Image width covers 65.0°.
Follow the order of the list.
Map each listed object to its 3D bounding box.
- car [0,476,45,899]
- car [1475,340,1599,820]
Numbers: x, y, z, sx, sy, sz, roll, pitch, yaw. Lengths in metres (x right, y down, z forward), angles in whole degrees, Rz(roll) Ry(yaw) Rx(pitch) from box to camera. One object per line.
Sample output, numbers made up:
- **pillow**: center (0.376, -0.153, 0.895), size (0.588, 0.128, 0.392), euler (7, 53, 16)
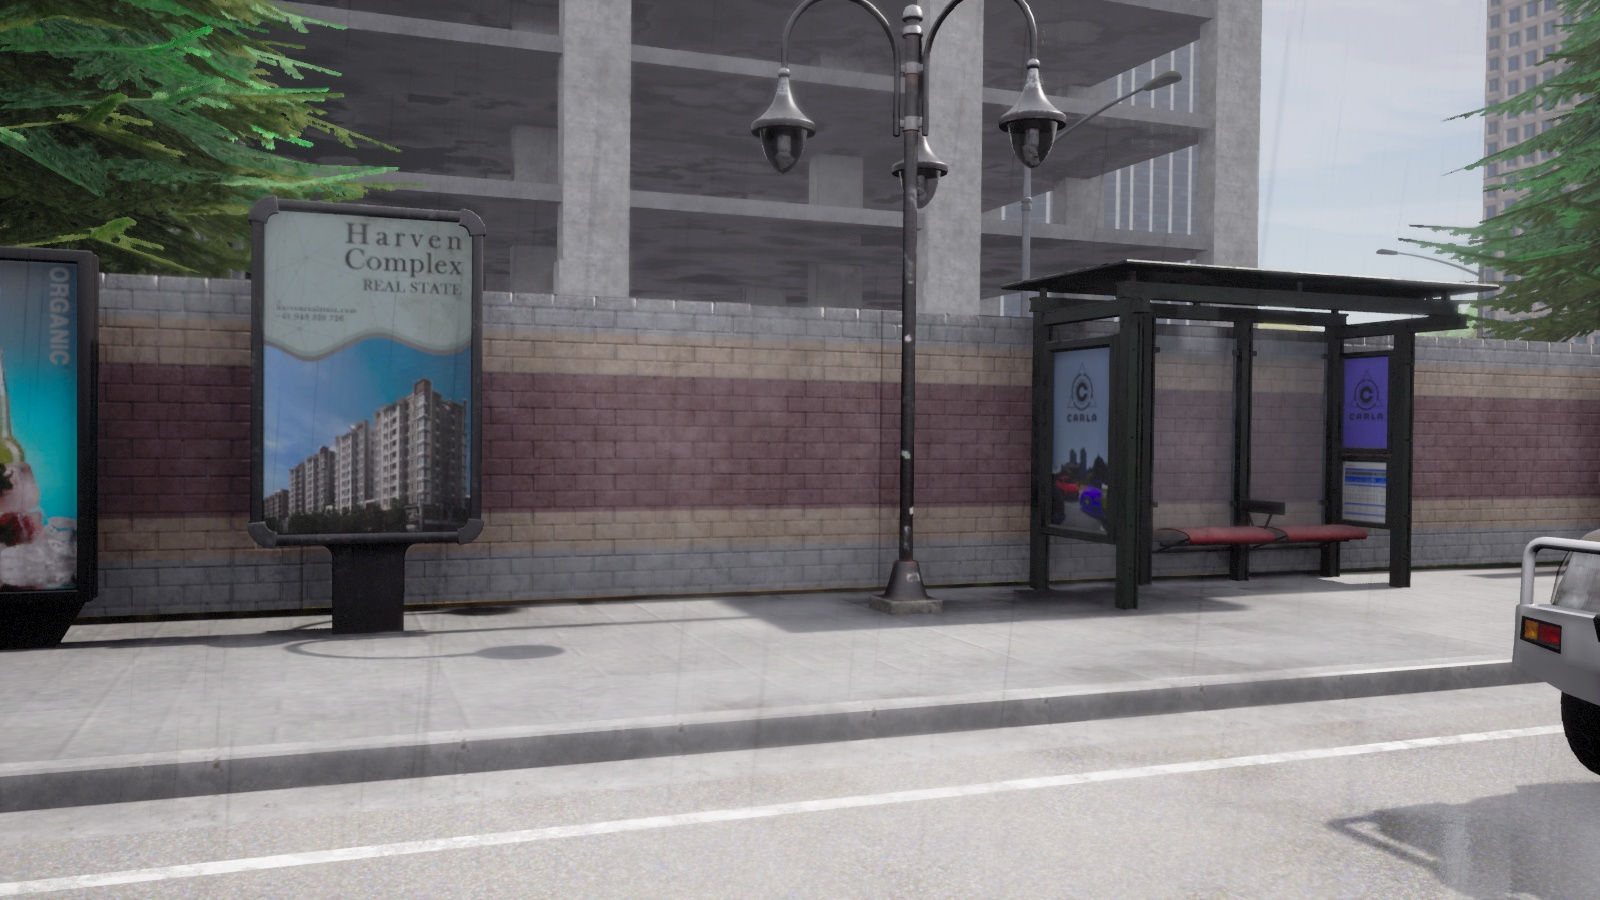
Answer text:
- **car**: center (-3.928, 0.838, 1.747), size (4.674, 1.442, 1.812), euler (-1, 1, -21)
- **car**: center (5.380, 0.471, 5.284), size (4.605, 1.855, 1.932), euler (-1, 1, -21)
